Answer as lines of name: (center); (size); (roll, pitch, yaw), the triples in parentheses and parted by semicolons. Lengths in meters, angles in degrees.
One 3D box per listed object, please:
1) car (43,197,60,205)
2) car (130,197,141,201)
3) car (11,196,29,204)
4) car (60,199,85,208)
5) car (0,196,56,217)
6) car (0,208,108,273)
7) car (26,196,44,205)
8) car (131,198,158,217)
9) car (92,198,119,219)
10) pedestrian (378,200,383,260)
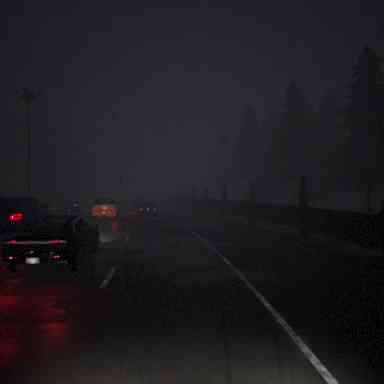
car: (-24.800, 1.532, 58.902); (1.994, 1.385, 4.181); (0, 0, -12)
car: (-7.173, 1.454, 44.282); (1.882, 1.535, 5.008); (0, 0, -12)
car: (-32.998, 1.466, 63.943); (1.837, 1.490, 4.892); (0, 0, -12)
car: (-12.016, 1.473, 33.480); (2.128, 1.511, 4.902); (0, 0, -12)
car: (-8.482, 1.211, 16.111); (2.150, 2.045, 5.566); (0, 0, -10)
car: (-4.229, 1.486, 10.687); (2.128, 1.511, 4.902); (0, 0, -6)
car: (-28.890, 1.445, 61.459); (1.882, 1.535, 5.008); (0, 0, -12)
car: (-4.251, 1.531, 30.661); (2.033, 1.411, 5.357); (0, 0, -12)
car: (-7.433, 1.336, 28.720); (2.097, 1.767, 4.553); (0, 0, -12)
pedestrian: (5.898, 1.136, 10.156); (0.375, 1.860, 0.375); (0, 0, -6)
